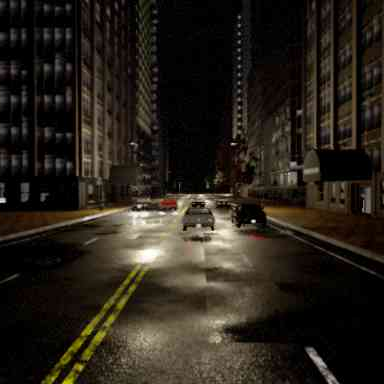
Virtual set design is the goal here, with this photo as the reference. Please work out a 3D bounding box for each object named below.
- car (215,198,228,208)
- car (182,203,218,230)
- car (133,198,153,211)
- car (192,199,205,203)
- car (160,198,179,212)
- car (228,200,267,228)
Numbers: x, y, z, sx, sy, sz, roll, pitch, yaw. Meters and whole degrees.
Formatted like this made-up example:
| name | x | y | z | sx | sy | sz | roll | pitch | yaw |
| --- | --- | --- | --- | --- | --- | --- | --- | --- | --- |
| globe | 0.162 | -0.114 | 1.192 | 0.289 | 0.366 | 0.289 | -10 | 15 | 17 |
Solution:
| name | x | y | z | sx | sy | sz | roll | pitch | yaw |
| --- | --- | --- | --- | --- | --- | --- | --- | --- | --- |
| car | 4.106 | 1.511 | 44.855 | 2.033 | 1.411 | 5.357 | 0 | 0 | 1 |
| car | 0.424 | 1.596 | 20.910 | 1.895 | 1.301 | 4.718 | 0 | 0 | 1 |
| car | -5.893 | 1.487 | 40.280 | 2.128 | 1.511 | 4.902 | 0 | 0 | 1 |
| car | 0.886 | 1.571 | 46.613 | 1.895 | 1.301 | 4.718 | 0 | 0 | 1 |
| car | -2.657 | 1.464 | 39.618 | 1.882 | 1.535 | 5.008 | 0 | 0 | 1 |
| car | 3.708 | 1.490 | 22.223 | 1.837 | 1.490 | 4.892 | 0 | 0 | 1 |
